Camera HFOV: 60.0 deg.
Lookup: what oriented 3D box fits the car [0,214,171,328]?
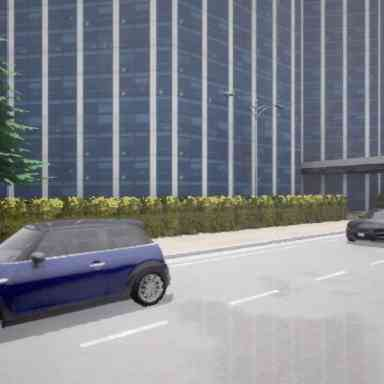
[{"bbox_3d":[-2.706,1.352,6.351,4.553,1.767,2.097,0,0,-37],"label":"car"}]

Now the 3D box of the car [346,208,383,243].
[{"bbox_3d":[8.982,1.480,15.244,5.008,1.535,1.882,0,0,-37],"label":"car"}]
